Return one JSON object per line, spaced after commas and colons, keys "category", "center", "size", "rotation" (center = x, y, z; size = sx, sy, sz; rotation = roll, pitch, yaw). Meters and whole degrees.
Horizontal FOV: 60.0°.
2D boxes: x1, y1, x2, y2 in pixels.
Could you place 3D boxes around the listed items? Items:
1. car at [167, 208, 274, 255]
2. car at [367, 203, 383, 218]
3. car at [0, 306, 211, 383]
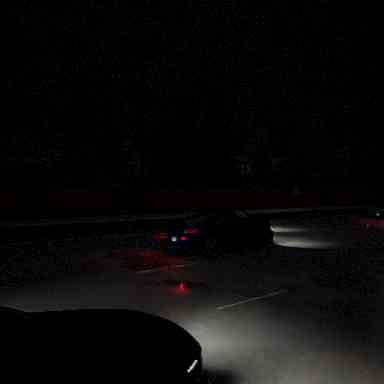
{"category": "car", "center": [1.215, 1.526, 13.274], "size": [4.674, 1.442, 1.812], "rotation": [0, 0, -36]}
{"category": "car", "center": [17.546, 1.601, 29.462], "size": [4.718, 1.301, 1.895], "rotation": [0, 0, -36]}
{"category": "car", "center": [-1.999, 1.526, 2.318], "size": [4.674, 1.442, 1.812], "rotation": [0, 0, -36]}
